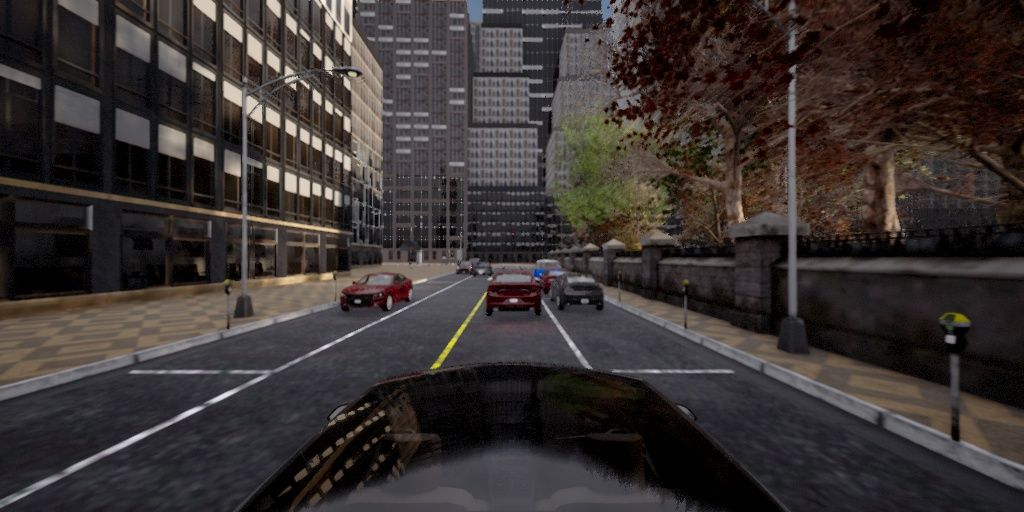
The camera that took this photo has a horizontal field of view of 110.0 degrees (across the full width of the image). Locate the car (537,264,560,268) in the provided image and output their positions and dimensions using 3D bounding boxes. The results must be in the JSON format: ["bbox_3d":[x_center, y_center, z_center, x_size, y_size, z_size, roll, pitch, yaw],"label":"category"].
[{"bbox_3d":[2.520,1.356,20.224,1.888,1.381,4.507,0,0,0],"label":"car"}]

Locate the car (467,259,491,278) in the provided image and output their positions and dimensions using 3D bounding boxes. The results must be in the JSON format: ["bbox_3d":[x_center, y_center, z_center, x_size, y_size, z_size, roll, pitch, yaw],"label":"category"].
[{"bbox_3d":[-2.933,1.354,36.373,2.128,1.511,4.902,0,0,0],"label":"car"}]

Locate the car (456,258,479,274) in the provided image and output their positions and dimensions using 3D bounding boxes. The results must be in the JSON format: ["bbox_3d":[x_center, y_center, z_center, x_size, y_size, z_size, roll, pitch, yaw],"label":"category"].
[{"bbox_3d":[-5.418,1.321,42.386,1.967,1.591,4.097,0,0,0],"label":"car"}]

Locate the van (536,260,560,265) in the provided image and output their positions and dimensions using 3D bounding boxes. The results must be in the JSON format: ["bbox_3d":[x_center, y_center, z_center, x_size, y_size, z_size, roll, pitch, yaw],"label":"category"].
[{"bbox_3d":[2.505,1.170,25.769,1.690,1.789,3.998,0,0,0],"label":"van"}]

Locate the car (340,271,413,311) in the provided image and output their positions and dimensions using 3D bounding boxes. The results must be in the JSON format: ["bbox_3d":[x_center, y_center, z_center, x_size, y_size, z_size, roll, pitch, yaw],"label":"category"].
[{"bbox_3d":[-5.346,1.340,14.661,1.888,1.381,4.507,0,0,0],"label":"car"}]

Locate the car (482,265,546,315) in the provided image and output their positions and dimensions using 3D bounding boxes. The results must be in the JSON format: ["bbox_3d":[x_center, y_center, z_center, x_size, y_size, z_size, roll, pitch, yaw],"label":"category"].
[{"bbox_3d":[0.058,1.268,13.883,1.882,1.535,5.008,0,0,0],"label":"car"}]

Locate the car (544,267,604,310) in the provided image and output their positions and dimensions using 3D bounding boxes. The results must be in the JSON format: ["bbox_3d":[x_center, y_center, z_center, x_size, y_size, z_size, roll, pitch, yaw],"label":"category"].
[{"bbox_3d":[2.534,1.344,14.678,2.007,1.370,4.403,0,0,0],"label":"car"}]
